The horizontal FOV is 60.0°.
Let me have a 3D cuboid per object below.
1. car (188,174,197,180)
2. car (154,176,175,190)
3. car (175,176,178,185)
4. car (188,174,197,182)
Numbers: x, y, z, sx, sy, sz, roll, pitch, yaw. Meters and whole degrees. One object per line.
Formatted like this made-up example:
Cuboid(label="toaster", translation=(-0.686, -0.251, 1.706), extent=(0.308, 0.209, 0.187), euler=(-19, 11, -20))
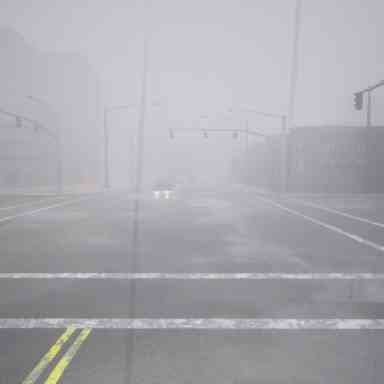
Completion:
Cuboid(label="car", translation=(0.107, -3.674, 80.699), extent=(2.033, 1.411, 5.357), euler=(0, 4, 0))
Cuboid(label="car", translation=(-3.543, -0.951, 41.401), extent=(1.994, 1.385, 4.181), euler=(0, 4, 0))
Cuboid(label="car", translation=(-3.527, -1.677, 51.308), extent=(1.837, 1.490, 4.892), euler=(0, 4, 0))
Cuboid(label="car", translation=(0.094, -2.951, 70.872), extent=(1.994, 1.385, 4.181), euler=(0, 4, 0))
